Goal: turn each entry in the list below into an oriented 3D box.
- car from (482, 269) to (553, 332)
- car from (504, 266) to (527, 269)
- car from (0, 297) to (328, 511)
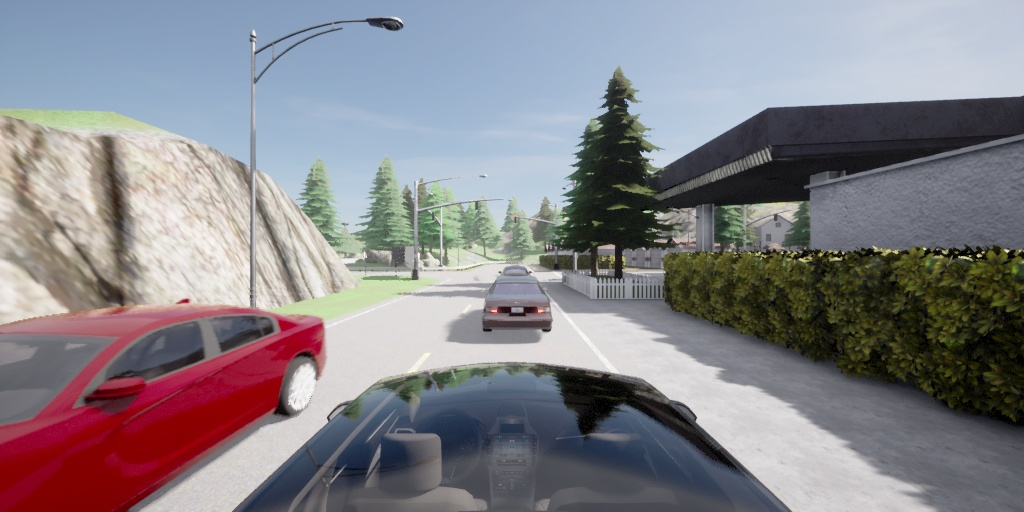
[{"bbox_3d":[0.139,1.297,10.825,2.033,1.411,5.357,0,0,0],"label":"car"},{"bbox_3d":[0.187,1.276,20.411,1.812,1.442,4.674,0,0,0],"label":"car"},{"bbox_3d":[-3.596,1.227,3.113,1.882,1.535,5.008,0,0,0],"label":"car"}]
